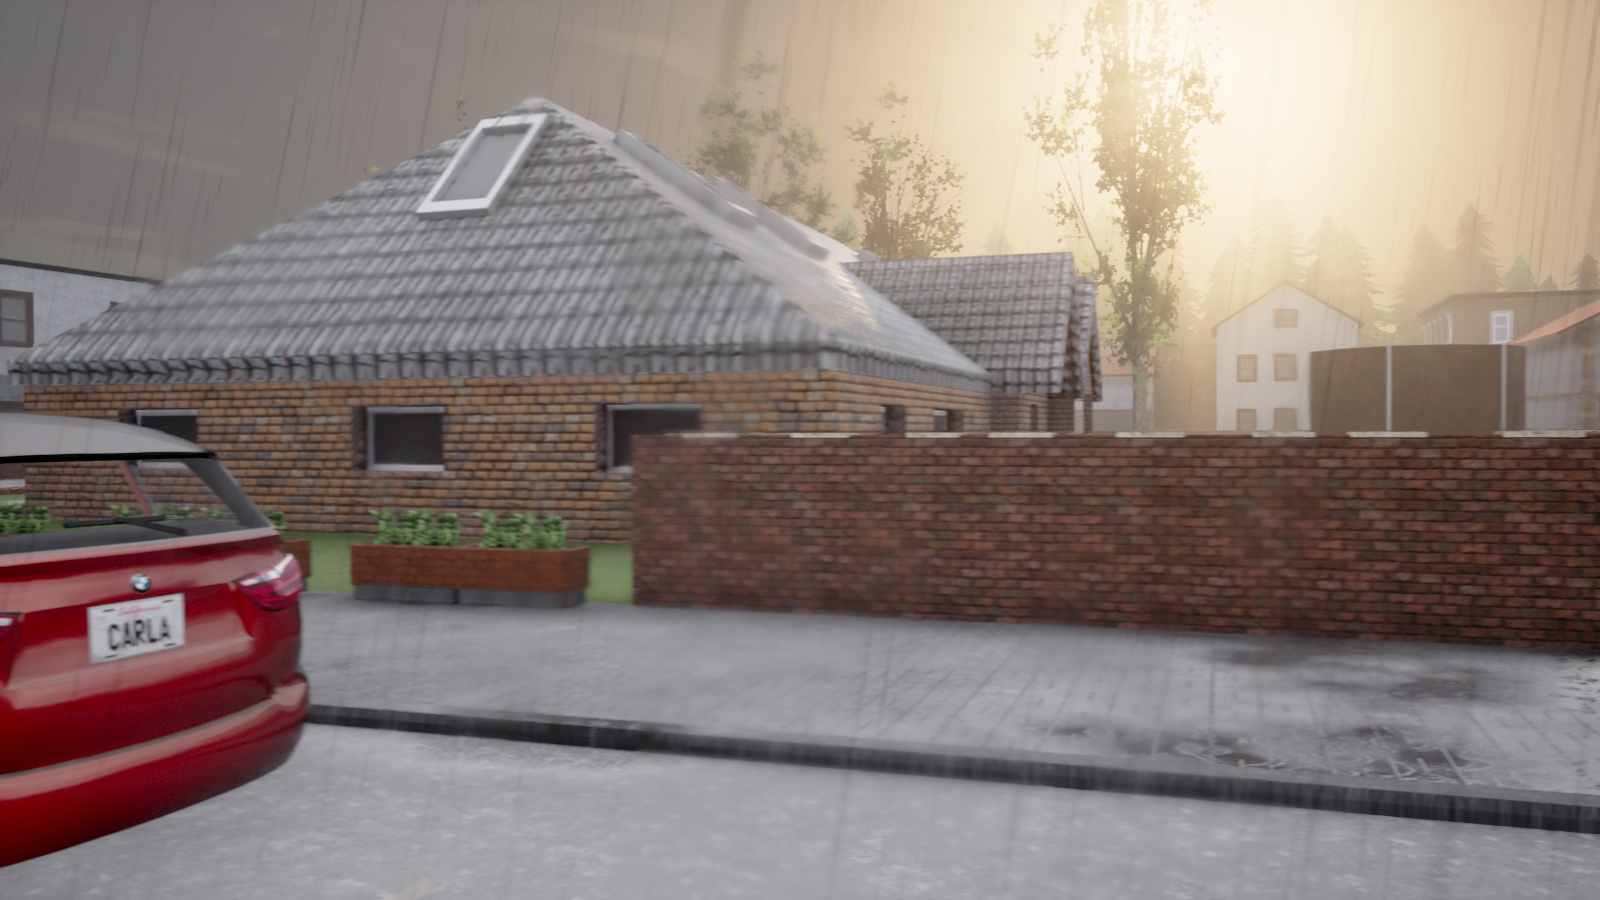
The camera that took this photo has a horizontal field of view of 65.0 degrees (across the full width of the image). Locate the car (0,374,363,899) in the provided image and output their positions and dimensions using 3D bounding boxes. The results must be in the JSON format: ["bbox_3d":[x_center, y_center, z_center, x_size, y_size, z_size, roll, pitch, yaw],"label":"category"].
[{"bbox_3d":[-4.444,0.571,5.178,4.611,1.667,2.242,1,1,20],"label":"car"}]
